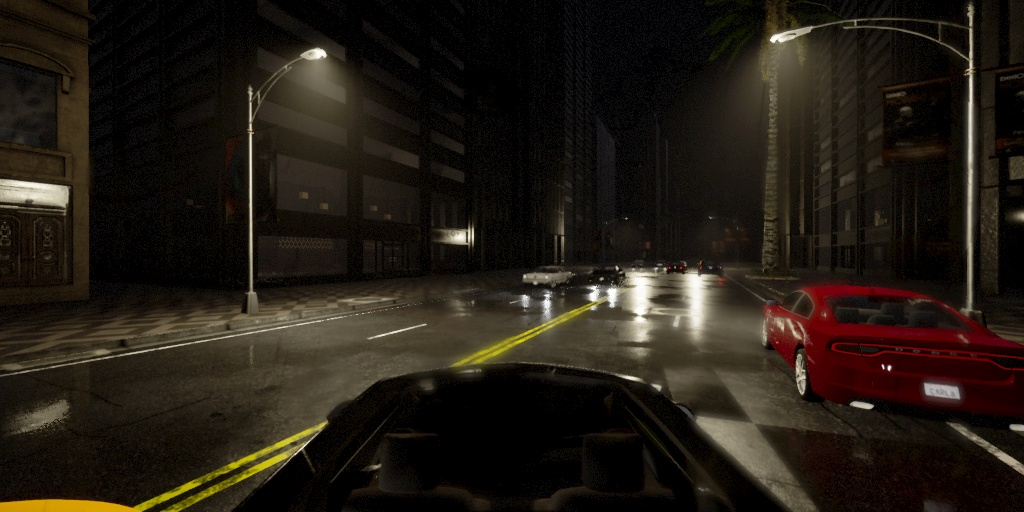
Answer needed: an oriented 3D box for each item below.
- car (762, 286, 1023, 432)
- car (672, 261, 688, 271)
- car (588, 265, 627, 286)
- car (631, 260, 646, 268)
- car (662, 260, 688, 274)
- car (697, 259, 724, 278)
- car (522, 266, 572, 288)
[{"bbox_3d":[5.514,1.228,5.852,1.882,1.535,5.008,0,0,27],"label":"car"},{"bbox_3d":[23.545,1.381,50.245,1.895,1.301,4.718,0,0,27],"label":"car"},{"bbox_3d":[6.738,1.321,25.135,1.994,1.385,4.181,0,0,27],"label":"car"},{"bbox_3d":[21.541,1.339,60.883,2.033,1.411,5.357,0,0,28],"label":"car"},{"bbox_3d":[18.656,1.317,40.748,2.033,1.411,5.357,0,0,27],"label":"car"},{"bbox_3d":[19.295,1.118,34.925,2.097,1.767,4.553,0,0,27],"label":"car"},{"bbox_3d":[2.430,1.356,23.864,1.895,1.301,4.718,0,0,27],"label":"car"}]
